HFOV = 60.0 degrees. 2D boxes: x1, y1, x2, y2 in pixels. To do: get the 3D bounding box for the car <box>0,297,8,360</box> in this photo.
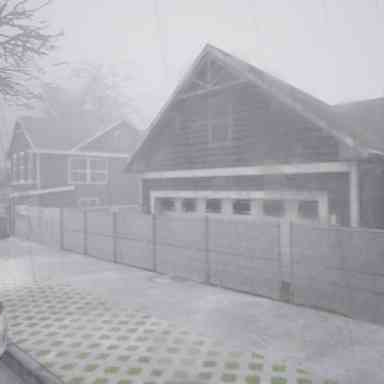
[{"bbox_3d":[-4.224,1.569,4.813,4.674,1.442,1.812,-1,0,43],"label":"car"}]
